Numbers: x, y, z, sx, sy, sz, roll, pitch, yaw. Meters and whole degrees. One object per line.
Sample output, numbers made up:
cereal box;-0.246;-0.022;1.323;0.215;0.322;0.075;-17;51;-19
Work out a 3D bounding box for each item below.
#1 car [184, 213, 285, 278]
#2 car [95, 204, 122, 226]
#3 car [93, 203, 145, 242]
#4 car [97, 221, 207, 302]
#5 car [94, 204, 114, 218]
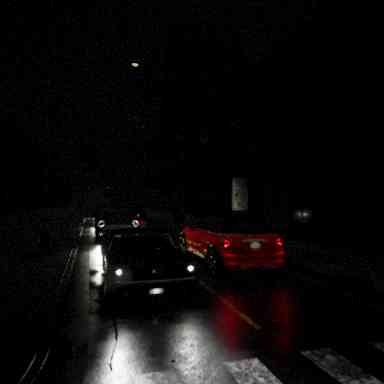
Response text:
car;1.068;1.470;10.905;2.097;1.767;4.553;1;-1;-17
car;-6.802;1.769;26.707;1.882;1.535;5.008;1;-1;-17
car;-3.979;1.513;17.393;2.097;1.767;4.553;1;-1;-17
car;-1.342;1.663;8.667;1.895;1.301;4.718;1;-1;-17
car;-9.731;2.006;36.475;1.994;1.385;4.181;1;-1;-16
